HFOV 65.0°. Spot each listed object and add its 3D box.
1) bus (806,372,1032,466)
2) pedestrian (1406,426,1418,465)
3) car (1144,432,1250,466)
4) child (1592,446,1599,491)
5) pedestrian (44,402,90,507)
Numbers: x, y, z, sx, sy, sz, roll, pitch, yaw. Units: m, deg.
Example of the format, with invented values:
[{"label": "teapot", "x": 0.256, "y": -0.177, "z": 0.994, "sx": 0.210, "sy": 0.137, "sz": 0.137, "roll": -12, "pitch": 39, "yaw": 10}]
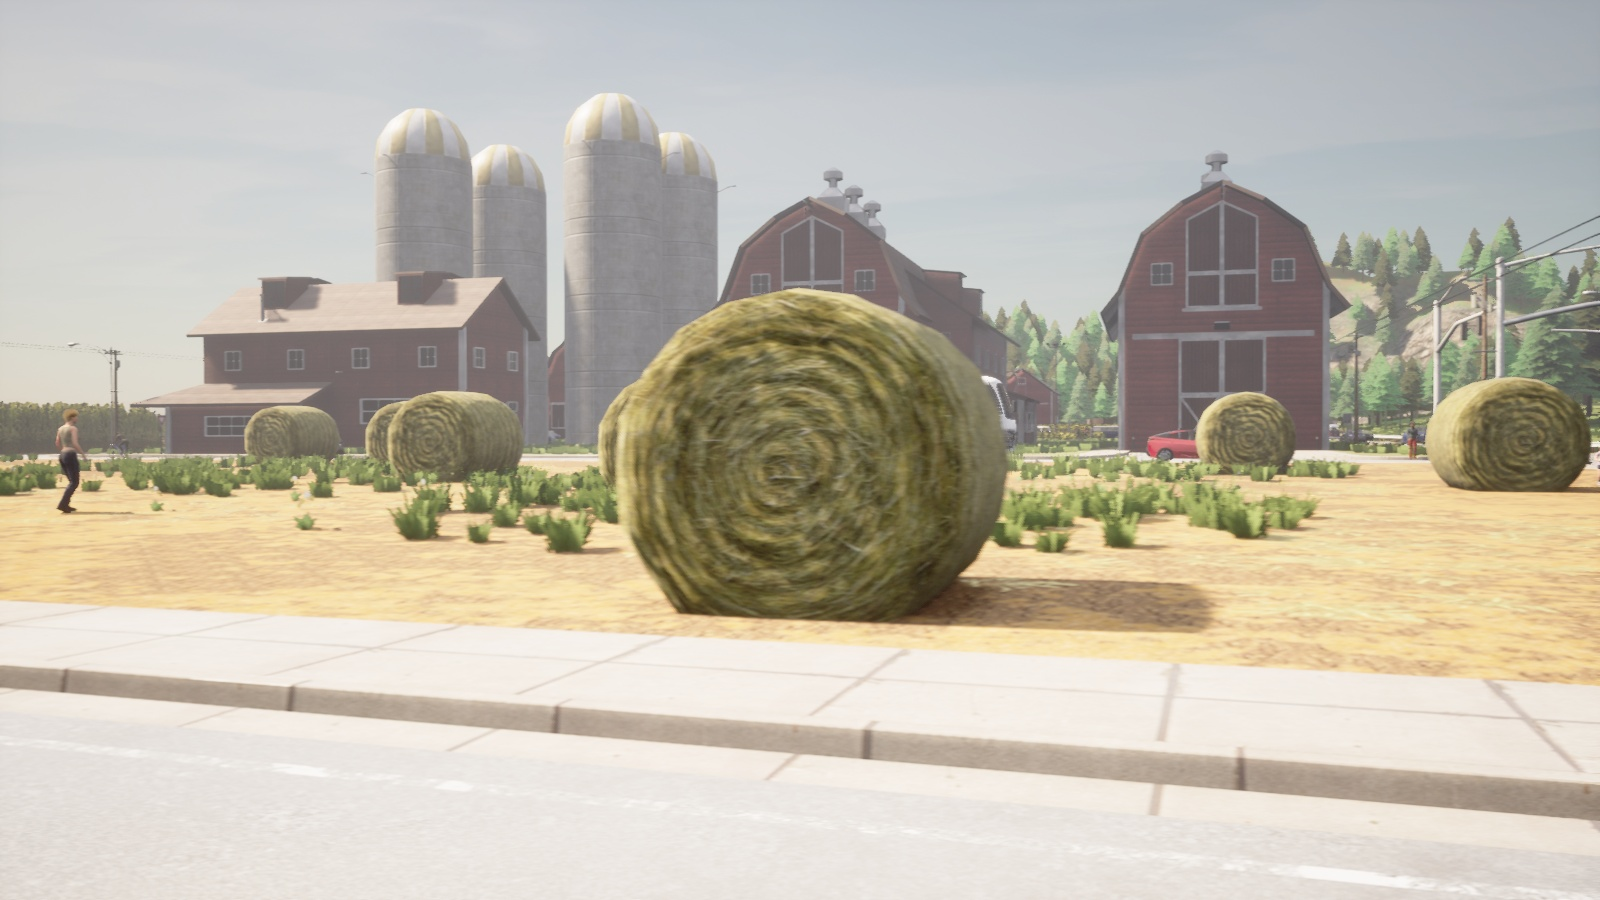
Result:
[{"label": "bus", "x": 5.779, "y": -1.488, "z": 60.408, "sx": 10.273, "sy": 4.253, "sz": 3.944, "roll": 0, "pitch": 1, "yaw": 15}, {"label": "pedestrian", "x": 29.310, "y": -0.229, "z": 60.142, "sx": 0.353, "sy": 1.847, "sz": 0.614, "roll": 0, "pitch": 1, "yaw": 10}, {"label": "car", "x": 18.005, "y": -0.071, "z": 57.203, "sx": 4.514, "sy": 1.525, "sz": 2.007, "roll": 0, "pitch": 1, "yaw": 15}, {"label": "child", "x": 19.674, "y": 0.456, "z": 30.896, "sx": 0.255, "sy": 1.110, "sz": 0.394, "roll": 1, "pitch": 1, "yaw": 26}, {"label": "pedestrian", "x": -12.916, "y": 0.074, "z": 22.132, "sx": 0.345, "sy": 1.836, "sz": 0.594, "roll": 1, "pitch": 1, "yaw": 30}]
